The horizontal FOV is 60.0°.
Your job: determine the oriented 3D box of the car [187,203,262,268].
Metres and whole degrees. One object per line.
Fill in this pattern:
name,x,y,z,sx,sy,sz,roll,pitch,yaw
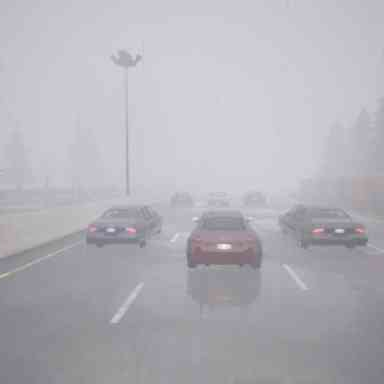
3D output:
car,0.937,1.254,10.163,1.994,1.385,4.181,0,2,4

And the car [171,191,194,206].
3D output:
car,-0.911,0.584,33.382,1.994,1.385,4.181,0,2,4

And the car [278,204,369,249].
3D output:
car,4.610,1.144,12.479,2.033,1.411,5.357,0,2,4

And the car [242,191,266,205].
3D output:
car,6.075,0.549,32.932,1.994,1.385,4.181,0,2,4

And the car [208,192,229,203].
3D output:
car,2.459,0.651,31.548,1.895,1.301,4.718,0,2,4

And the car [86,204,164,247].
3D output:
car,-2.371,1.177,12.988,2.033,1.411,5.357,0,2,4
